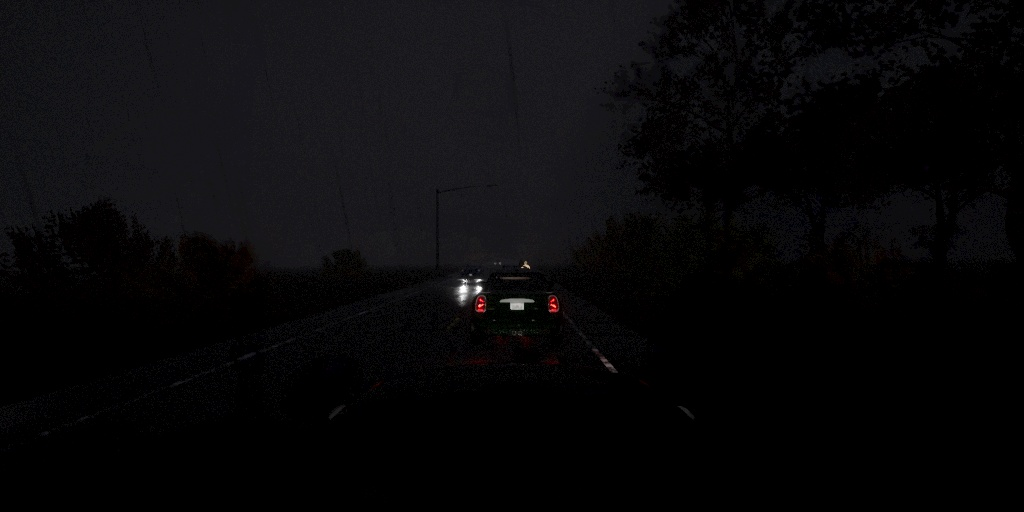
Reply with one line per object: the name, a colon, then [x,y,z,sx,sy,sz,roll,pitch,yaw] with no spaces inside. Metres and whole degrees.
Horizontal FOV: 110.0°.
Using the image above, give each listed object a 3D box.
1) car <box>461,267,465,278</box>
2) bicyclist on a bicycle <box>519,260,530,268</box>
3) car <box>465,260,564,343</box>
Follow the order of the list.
car: [-3.609,1.339,33.485,1.895,1.301,4.718,0,0,0]
bicyclist on a bicycle: [0.975,1.177,25.641,0.866,1.612,1.509,0,0,1]
car: [0.113,1.099,9.818,2.097,1.767,4.553,0,0,0]
